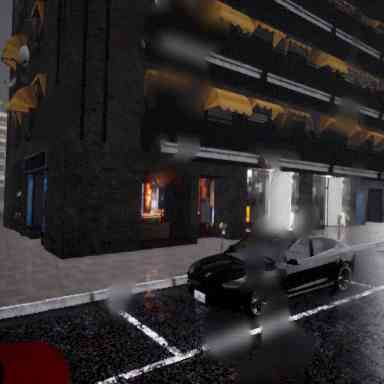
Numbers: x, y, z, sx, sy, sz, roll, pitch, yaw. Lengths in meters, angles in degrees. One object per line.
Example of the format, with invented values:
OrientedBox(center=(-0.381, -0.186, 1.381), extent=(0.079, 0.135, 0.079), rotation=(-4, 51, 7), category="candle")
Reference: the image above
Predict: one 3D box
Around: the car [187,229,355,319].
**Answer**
OrientedBox(center=(1.929, 1.570, 7.441), extent=(4.313, 1.339, 1.947), rotation=(0, 2, -35), category="car")

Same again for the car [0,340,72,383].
OrientedBox(center=(-2.738, 1.525, 1.119), extent=(4.674, 1.442, 1.812), rotation=(0, 0, -35), category="car")
